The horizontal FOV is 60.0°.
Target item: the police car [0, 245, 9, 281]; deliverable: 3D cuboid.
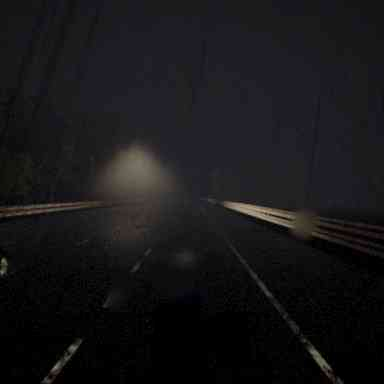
[{"bbox_3d":[-5.575,1.528,7.153,1.930,1.638,5.238,0,-1,-11],"label":"police car"}]
